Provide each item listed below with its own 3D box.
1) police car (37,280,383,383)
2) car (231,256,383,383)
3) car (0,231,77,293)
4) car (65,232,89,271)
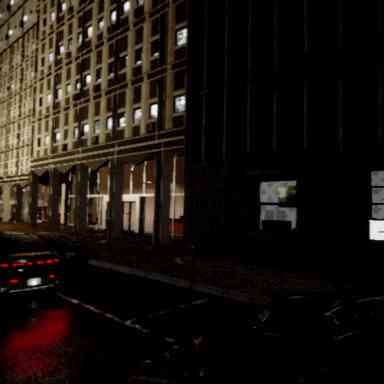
[{"bbox_3d":[1.616,1.591,2.191,5.238,1.638,1.930,0,-3,25],"label":"police car"},{"bbox_3d":[2.904,1.855,4.313,4.403,1.369,2.008,-1,-4,43],"label":"car"},{"bbox_3d":[-5.377,1.876,9.398,4.892,1.490,1.837,-2,-4,44],"label":"car"},{"bbox_3d":[-5.377,2.069,11.994,4.313,1.339,1.947,-1,-4,43],"label":"car"}]
